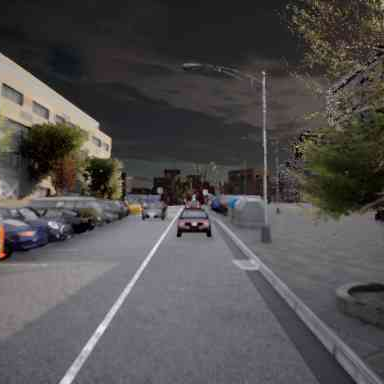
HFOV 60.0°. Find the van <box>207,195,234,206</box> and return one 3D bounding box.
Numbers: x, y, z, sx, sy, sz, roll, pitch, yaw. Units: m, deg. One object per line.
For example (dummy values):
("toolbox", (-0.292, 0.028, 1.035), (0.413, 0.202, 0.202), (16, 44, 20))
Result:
("van", (4.817, 1.452, 56.894), (4.442, 1.987, 1.878), (0, -1, 0))

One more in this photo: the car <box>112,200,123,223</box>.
("car", (-7.648, 1.551, 23.131), (4.892, 1.521, 2.231), (0, 0, 0))

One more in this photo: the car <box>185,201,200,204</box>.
("car", (0.114, 1.725, 41.268), (1.895, 1.301, 4.718), (0, 0, 0))

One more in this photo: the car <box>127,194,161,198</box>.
("car", (-7.604, 1.382, 51.069), (5.566, 2.045, 2.435), (0, 0, 0))

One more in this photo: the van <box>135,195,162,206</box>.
("van", (-7.746, 1.500, 59.424), (4.442, 1.987, 1.878), (0, -1, 0))

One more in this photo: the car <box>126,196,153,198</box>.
("car", (-7.822, 1.597, 39.893), (5.366, 1.575, 1.946), (0, 0, 0))

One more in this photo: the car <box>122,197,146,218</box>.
("car", (-7.824, 1.580, 34.306), (5.366, 1.575, 1.946), (0, 0, 0))

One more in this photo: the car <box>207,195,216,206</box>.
("car", (4.720, 1.332, 34.580), (5.566, 2.045, 2.435), (0, 0, 0))

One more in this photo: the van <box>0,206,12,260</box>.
("van", (-7.764, 1.282, 9.164), (4.442, 1.987, 1.878), (0, 0, 0))

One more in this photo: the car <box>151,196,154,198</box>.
("car", (-7.665, 1.638, 42.687), (4.792, 1.488, 2.163), (0, 0, 0))

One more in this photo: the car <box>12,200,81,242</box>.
("car", (-7.676, 1.399, 14.750), (4.553, 1.767, 2.185), (0, 0, 0))

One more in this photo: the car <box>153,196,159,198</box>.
("car", (-7.604, 1.655, 48.274), (4.792, 1.488, 2.163), (0, 0, 0))

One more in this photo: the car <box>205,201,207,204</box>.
("car", (4.882, 1.622, 48.409), (5.366, 1.575, 1.946), (0, 0, 0))

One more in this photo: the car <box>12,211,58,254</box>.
("car", (-7.644, 1.556, 11.957), (4.674, 1.452, 2.002), (0, 0, 0))

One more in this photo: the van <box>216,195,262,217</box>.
("van", (4.808, 1.350, 31.788), (4.442, 1.987, 1.878), (0, 0, 0))

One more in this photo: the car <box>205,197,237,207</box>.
("car", (4.704, 1.647, 54.117), (5.008, 1.535, 2.097), (0, -1, 0))

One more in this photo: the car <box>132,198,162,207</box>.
("car", (-7.660, 1.704, 56.634), (4.792, 1.488, 2.163), (0, -1, 0))

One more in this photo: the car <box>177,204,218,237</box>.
("car", (0.107, 1.604, 18.537), (2.033, 1.411, 5.357), (0, 0, 0))

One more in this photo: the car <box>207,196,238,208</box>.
("car", (4.667, 1.508, 51.328), (4.553, 1.767, 2.185), (0, 0, 0))

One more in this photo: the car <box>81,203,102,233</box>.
("car", (-7.639, 1.533, 17.419), (5.008, 1.535, 2.097), (0, 0, 0))

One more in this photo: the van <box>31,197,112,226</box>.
("van", (-7.527, 1.316, 20.339), (4.442, 1.987, 1.878), (0, 0, 0))

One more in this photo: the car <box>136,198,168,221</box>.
("car", (-3.088, 1.576, 28.136), (2.128, 1.511, 4.902), (0, 0, 0))
